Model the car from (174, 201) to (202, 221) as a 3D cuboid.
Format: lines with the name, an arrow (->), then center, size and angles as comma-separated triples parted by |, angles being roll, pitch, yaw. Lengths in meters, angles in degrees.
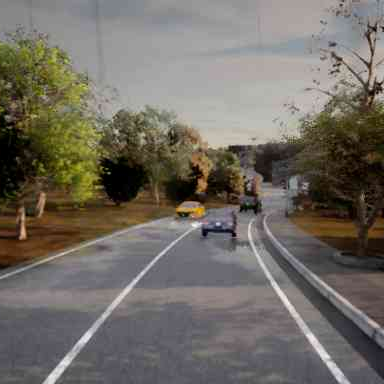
car -> -0.132, 1.571, 28.885 | 1.882, 1.535, 5.008 | 1, 0, 13

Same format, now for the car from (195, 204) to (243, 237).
car -> 1.679, 1.656, 19.009 | 2.033, 1.411, 5.357 | 1, 0, 9

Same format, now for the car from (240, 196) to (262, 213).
car -> 7.508, 1.549, 42.276 | 2.150, 2.045, 5.566 | 2, 0, 19
